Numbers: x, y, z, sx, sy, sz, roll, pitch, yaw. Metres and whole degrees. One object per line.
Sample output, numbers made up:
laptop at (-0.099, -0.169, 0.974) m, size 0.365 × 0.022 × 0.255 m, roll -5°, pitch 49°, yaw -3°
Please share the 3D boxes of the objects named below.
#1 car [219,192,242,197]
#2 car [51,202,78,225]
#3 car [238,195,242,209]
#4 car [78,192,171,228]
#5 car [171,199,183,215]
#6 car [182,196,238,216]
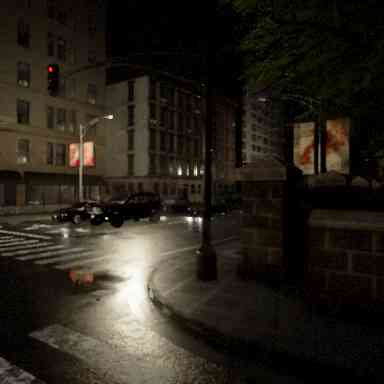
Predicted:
car at (4.376, 0.990, 39.175) m, size 2.150 × 2.045 × 5.566 m, roll 0°, pitch 0°, yaw 35°
car at (-7.108, 1.305, 22.642) m, size 1.837 × 1.490 × 4.892 m, roll 0°, pitch 0°, yaw 35°
car at (7.685, 1.336, 38.251) m, size 2.033 × 1.411 × 5.357 m, roll 0°, pitch 0°, yaw 35°
car at (-4.102, 1.043, 21.269) m, size 2.150 × 2.045 × 5.566 m, roll 0°, pitch 0°, yaw 35°
car at (-1.557, 1.332, 30.648) m, size 2.033 × 1.411 × 5.357 m, roll 0°, pitch 0°, yaw 35°
car at (1.735, 1.352, 29.695) m, size 2.033 × 1.411 × 5.357 m, roll 0°, pitch 0°, yaw 35°
